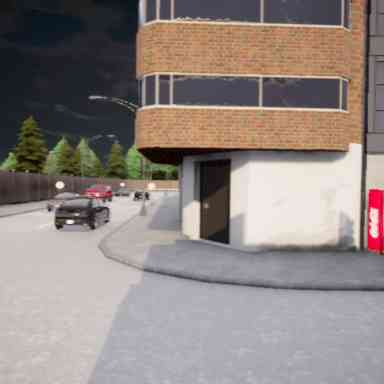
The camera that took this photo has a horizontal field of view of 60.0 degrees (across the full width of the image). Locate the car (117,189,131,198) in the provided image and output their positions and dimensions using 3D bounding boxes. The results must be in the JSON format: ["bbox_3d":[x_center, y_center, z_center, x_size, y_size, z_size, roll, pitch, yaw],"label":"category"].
[{"bbox_3d":[-10.966,0.161,53.230,1.994,1.385,4.181,1,1,-2],"label":"car"}]

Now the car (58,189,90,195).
[{"bbox_3d":[-10.053,0.753,26.888,1.812,1.442,4.674,1,1,-2],"label":"car"}]

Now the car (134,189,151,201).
[{"bbox_3d":[-6.521,0.342,44.163,1.882,1.535,5.008,1,1,-2],"label":"car"}]

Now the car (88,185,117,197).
[{"bbox_3d":[-10.427,0.192,37.497,2.150,2.045,5.566,1,2,-2],"label":"car"}]

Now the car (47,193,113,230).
[{"bbox_3d":[-5.511,1.019,17.205,1.837,1.490,4.892,1,1,-2],"label":"car"}]
